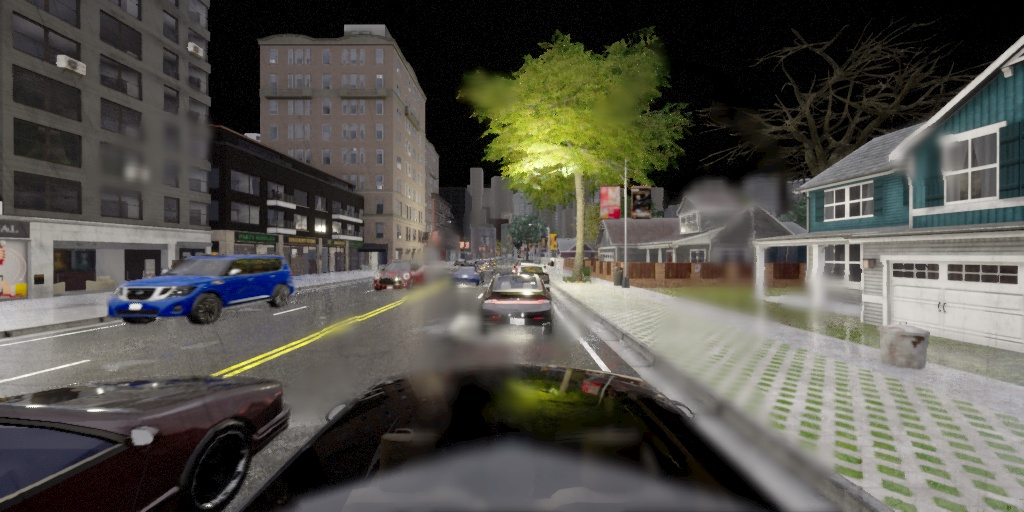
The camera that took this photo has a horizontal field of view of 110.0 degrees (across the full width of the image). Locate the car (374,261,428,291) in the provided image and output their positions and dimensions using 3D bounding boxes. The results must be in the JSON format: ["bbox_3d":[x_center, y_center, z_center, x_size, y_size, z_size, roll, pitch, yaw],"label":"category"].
[{"bbox_3d":[-6.519,1.091,21.419,2.097,1.767,4.553,0,0,0],"label":"car"}]

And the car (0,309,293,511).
[{"bbox_3d":[-3.154,1.297,1.149,2.033,1.411,5.357,0,0,0],"label":"car"}]

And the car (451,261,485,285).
[{"bbox_3d":[-3.055,1.298,25.595,1.994,1.385,4.181,0,0,1],"label":"car"}]

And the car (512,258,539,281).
[{"bbox_3d":[1.094,1.082,30.457,2.097,1.767,4.553,0,0,0],"label":"car"}]

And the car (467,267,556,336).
[{"bbox_3d":[0.134,1.239,10.348,2.128,1.511,4.902,0,0,0],"label":"car"}]

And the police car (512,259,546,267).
[{"bbox_3d":[1.053,1.165,20.597,1.930,1.638,5.238,0,0,0],"label":"police car"}]

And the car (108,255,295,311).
[{"bbox_3d":[-9.807,0.968,12.113,2.150,2.045,5.566,0,0,0],"label":"car"}]
